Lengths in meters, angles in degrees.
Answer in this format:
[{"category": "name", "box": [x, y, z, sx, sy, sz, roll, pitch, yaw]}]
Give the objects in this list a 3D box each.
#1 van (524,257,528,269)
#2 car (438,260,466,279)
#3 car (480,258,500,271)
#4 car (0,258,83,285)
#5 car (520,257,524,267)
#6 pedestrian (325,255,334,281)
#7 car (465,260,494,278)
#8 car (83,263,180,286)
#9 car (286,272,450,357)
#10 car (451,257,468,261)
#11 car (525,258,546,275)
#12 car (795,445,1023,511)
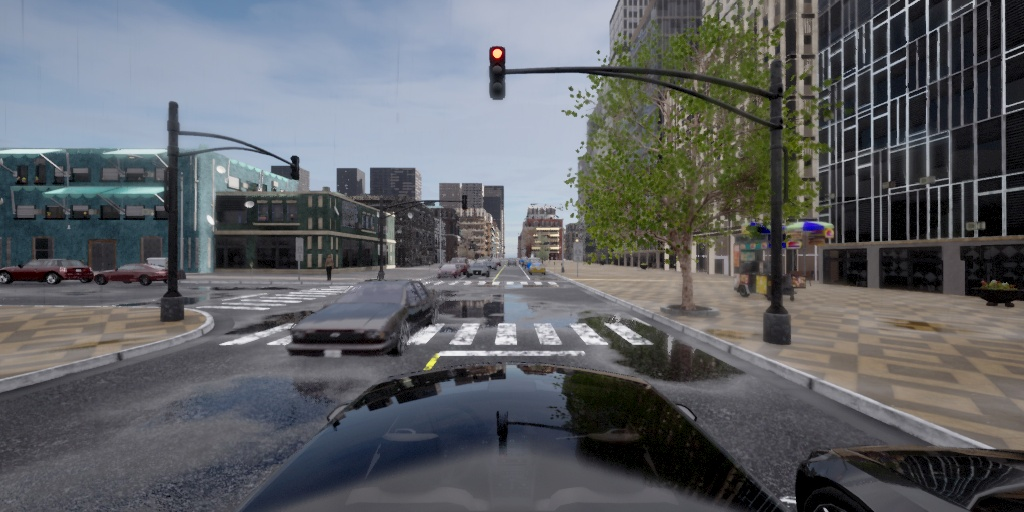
[{"category": "van", "box": [2.696, 1.094, 44.075, 1.690, 1.789, 3.998, 0, 0, 0]}, {"category": "car", "box": [-5.685, 1.334, 32.972, 1.802, 1.307, 4.207, 0, 0, 0]}, {"category": "car", "box": [-3.084, 1.318, 48.964, 1.994, 1.385, 4.181, 0, 0, 1]}, {"category": "car", "box": [-28.366, 0.879, 21.810, 4.097, 1.591, 1.967, 0, 0, -1]}, {"category": "car", "box": [2.697, 1.305, 55.177, 2.007, 1.370, 4.403, 0, 0, 0]}, {"category": "pedestrian", "box": [-12.746, 0.788, 24.977, 0.375, 1.860, 0.375, 0, -1, -1]}, {"category": "car", "box": [-3.095, 1.316, 33.796, 1.994, 1.385, 4.181, 0, 0, 0]}, {"category": "car", "box": [-22.818, 1.090, 21.887, 4.207, 1.307, 1.802, 0, 0, -1]}, {"category": "car", "box": [-3.098, 1.298, 8.865, 2.033, 1.411, 5.357, 0, 0, 0]}, {"category": "car", "box": [-5.685, 1.067, 38.523, 2.192, 1.841, 5.009, 0, 0, 0]}, {"category": "car", "box": [2.695, 1.278, 38.694, 1.751, 1.417, 4.829, 0, 0, 0]}, {"category": "car", "box": [2.691, 1.316, 0.495, 1.948, 1.339, 4.313, 0, 0, 0]}]
